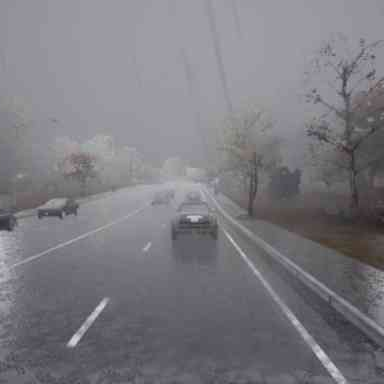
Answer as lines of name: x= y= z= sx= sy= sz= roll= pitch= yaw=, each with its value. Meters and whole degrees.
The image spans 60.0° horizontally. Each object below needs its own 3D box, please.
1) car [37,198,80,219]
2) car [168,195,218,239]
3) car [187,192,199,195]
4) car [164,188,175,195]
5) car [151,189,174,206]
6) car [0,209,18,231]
car: x=-10.578 y=1.226 z=26.680 sx=1.882 sy=1.535 sz=5.008 roll=0 pitch=2 yaw=0
car: x=0.110 y=1.226 z=16.674 sx=2.097 sy=1.767 sz=4.553 roll=0 pitch=0 yaw=0
car: x=0.121 y=0.650 z=39.915 sx=2.033 sy=1.411 sz=5.357 roll=0 pitch=3 yaw=0
car: x=-3.475 y=0.171 z=48.020 sx=2.033 sy=1.411 sz=5.357 roll=0 pitch=3 yaw=0
car: x=-3.481 y=0.787 z=37.602 sx=2.033 sy=1.411 sz=5.357 roll=0 pitch=3 yaw=0
car: x=-10.584 y=1.439 z=16.573 sx=1.994 sy=1.385 sz=4.181 roll=0 pitch=0 yaw=0
